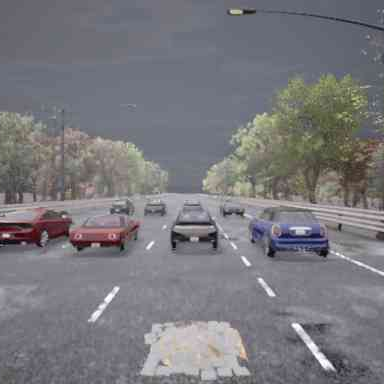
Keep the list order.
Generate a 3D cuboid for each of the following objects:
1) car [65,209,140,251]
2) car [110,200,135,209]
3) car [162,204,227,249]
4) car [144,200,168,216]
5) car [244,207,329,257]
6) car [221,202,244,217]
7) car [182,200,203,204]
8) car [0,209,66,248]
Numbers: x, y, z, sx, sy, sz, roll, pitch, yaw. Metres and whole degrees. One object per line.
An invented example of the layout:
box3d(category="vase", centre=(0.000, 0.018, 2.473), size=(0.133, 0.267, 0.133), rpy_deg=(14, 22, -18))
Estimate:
box3d(category="car", centre=(-3.406, 1.596, 13.991), size=(1.895, 1.301, 4.718), rpy_deg=(0, 0, 0))
box3d(category="car", centre=(-6.916, 1.515, 33.139), size=(1.812, 1.442, 4.674), rpy_deg=(0, 0, 0))
box3d(category="car", centre=(0.090, 1.486, 14.438), size=(2.128, 1.511, 4.902), rpy_deg=(0, 0, 0))
box3d(category="car", centre=(-3.415, 1.482, 31.937), size=(2.128, 1.511, 4.902), rpy_deg=(0, 0, 0))
box3d(category="car", centre=(3.594, 1.348, 13.145), size=(2.097, 1.767, 4.553), rpy_deg=(0, 0, 0))
box3d(category="car", centre=(3.585, 1.592, 30.712), size=(1.895, 1.301, 4.718), rpy_deg=(0, 0, 0))
box3d(category="car", centre=(0.079, 1.481, 31.974), size=(2.128, 1.511, 4.902), rpy_deg=(0, 0, 0))
box3d(category="car", centre=(-6.907, 1.472, 14.869), size=(1.882, 1.535, 5.008), rpy_deg=(0, 0, 0))
